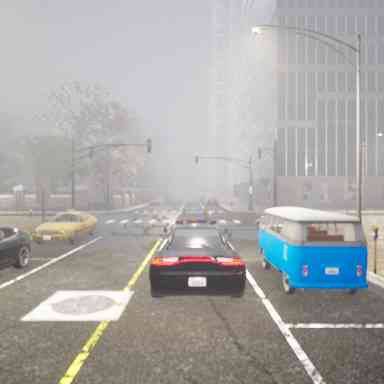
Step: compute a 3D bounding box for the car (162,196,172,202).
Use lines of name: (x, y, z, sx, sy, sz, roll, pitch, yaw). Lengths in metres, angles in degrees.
car: (-5.578, 1.496, 75.003, 1.802, 1.307, 4.206, 0, 0, 0)

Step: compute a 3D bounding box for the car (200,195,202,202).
car: (2.769, 1.509, 52.262, 1.947, 1.339, 4.313, 0, 0, 0)

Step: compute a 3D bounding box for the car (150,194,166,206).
car: (-5.612, 1.488, 52.272, 1.887, 1.381, 4.507, 0, 0, 0)

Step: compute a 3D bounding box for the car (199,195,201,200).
car: (2.803, 1.480, 74.987, 1.947, 1.339, 4.313, 0, 0, 0)

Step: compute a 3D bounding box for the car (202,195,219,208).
car: (2.761, 1.390, 46.582, 1.967, 1.590, 4.097, 0, 0, 0)

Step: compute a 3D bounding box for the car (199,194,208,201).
car: (2.812, 1.343, 80.668, 1.967, 1.590, 4.097, 0, 0, 0)

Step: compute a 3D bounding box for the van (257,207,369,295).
van: (2.786, 1.333, 8.456, 1.690, 1.788, 3.998, 0, 0, 0)

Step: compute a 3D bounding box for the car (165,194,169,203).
car: (-5.603, 1.488, 57.955, 2.008, 1.369, 4.403, 0, 0, 0)

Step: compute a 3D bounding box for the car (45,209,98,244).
car: (-5.795, 1.509, 15.702, 1.752, 1.417, 4.829, 0, 0, 0)

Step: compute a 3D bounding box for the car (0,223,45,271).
car: (-5.758, 1.557, 8.468, 1.947, 1.339, 4.313, 0, 0, 0)

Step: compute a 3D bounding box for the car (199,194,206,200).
car: (2.830, 1.401, 92.204, 1.752, 1.417, 4.829, 0, 0, 0)

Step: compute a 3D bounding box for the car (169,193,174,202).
car: (-5.585, 1.238, 69.321, 2.192, 1.841, 5.009, 0, 0, 0)

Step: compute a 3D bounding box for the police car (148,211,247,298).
police car: (0.110, 1.496, 8.617, 2.038, 1.542, 4.974, 0, 0, 0)

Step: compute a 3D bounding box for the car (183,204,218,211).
car: (0.125, 1.545, 17.605, 1.994, 1.385, 4.181, 0, 0, 0)
